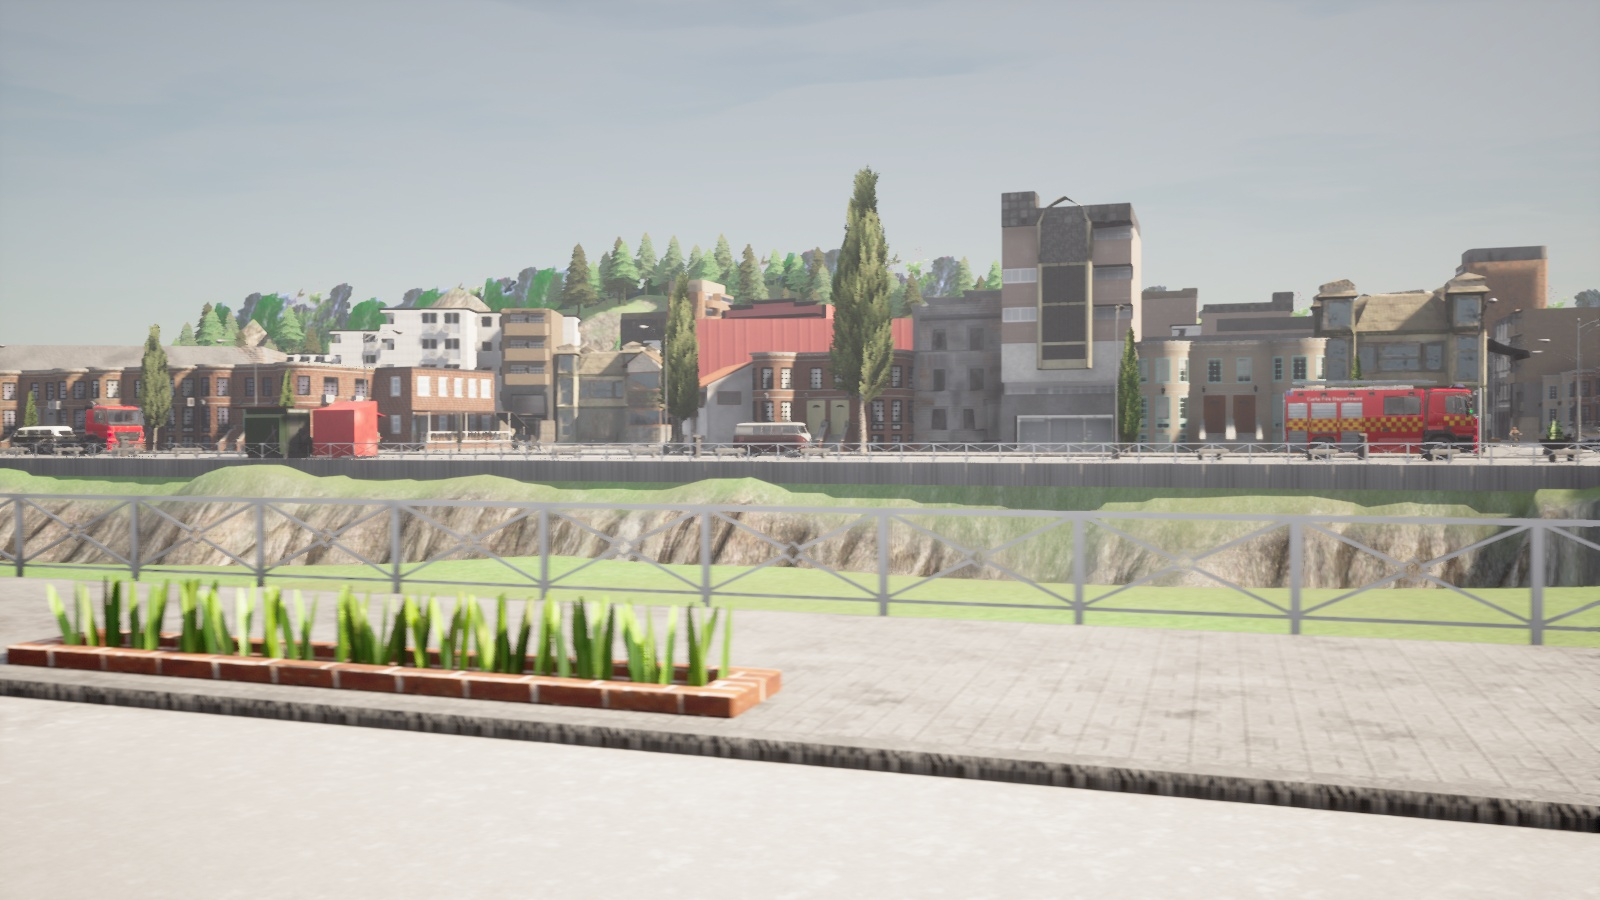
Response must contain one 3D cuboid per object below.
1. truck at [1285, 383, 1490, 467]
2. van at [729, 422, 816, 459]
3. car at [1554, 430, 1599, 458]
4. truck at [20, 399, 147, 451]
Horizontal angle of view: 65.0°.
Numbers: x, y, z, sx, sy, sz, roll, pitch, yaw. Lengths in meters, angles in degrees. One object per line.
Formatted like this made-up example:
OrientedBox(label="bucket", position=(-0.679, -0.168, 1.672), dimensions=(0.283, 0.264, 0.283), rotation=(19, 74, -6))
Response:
OrientedBox(label="truck", position=(27.635, -1.187, 59.524), dimensions=(8.468, 3.827, 2.891), rotation=(1, 1, 19))
OrientedBox(label="van", position=(-1.495, -0.537, 69.328), dimensions=(4.442, 1.987, 1.775), rotation=(1, 1, 19))
OrientedBox(label="car", position=(48.284, -0.385, 77.302), dimensions=(2.242, 1.667, 4.611), rotation=(1, 1, 19))
OrientedBox(label="truck", position=(-48.587, -1.702, 85.146), dimensions=(7.936, 3.462, 2.891), rotation=(1, 1, 19))
